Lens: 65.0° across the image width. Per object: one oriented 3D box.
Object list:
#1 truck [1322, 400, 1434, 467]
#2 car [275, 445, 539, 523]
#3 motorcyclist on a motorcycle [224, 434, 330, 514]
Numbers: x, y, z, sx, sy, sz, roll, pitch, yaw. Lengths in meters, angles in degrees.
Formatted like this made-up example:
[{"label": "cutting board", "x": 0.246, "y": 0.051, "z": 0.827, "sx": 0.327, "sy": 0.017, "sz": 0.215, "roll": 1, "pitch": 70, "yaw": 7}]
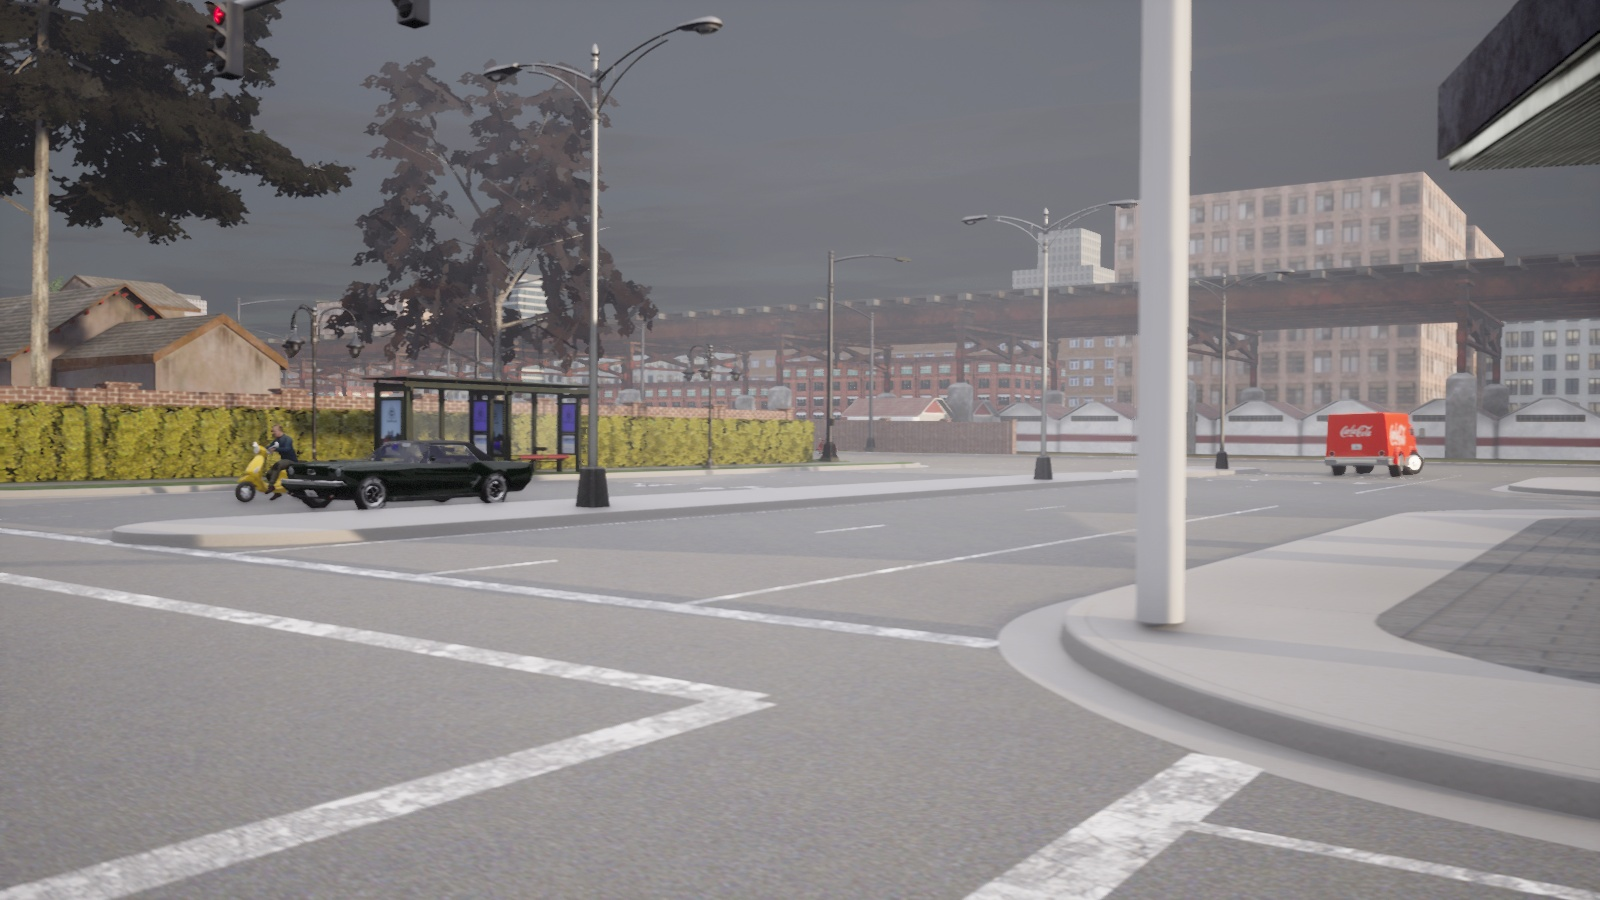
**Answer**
[{"label": "truck", "x": 23.131, "y": -0.641, "z": 50.138, "sx": 2.627, "sy": 2.467, "sz": 5.204, "roll": -2, "pitch": -1, "yaw": 41}, {"label": "car", "x": -7.509, "y": 0.596, "z": 24.478, "sx": 1.895, "sy": 1.301, "sz": 4.718, "roll": 0, "pitch": 1, "yaw": 35}, {"label": "motorcyclist on a motorcycle", "x": -10.774, "y": 0.464, "z": 25.939, "sx": 0.866, "sy": 1.590, "sz": 1.817, "roll": 0, "pitch": 1, "yaw": 34}]
